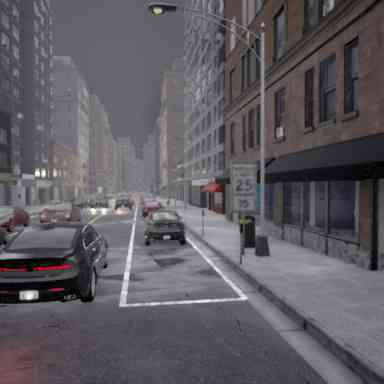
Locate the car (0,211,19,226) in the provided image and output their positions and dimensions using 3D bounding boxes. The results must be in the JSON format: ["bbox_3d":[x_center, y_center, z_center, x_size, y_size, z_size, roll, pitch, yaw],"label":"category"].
[{"bbox_3d":[-6.332,1.471,8.459,1.837,1.490,4.892,0,1,-9],"label":"car"}]

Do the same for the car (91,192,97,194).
[{"bbox_3d":[-15.030,1.173,46.918,1.967,1.590,4.097,-1,0,-9],"label":"car"}]

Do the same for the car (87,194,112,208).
[{"bbox_3d":[-11.506,1.318,41.730,1.994,1.385,4.181,0,0,-9],"label":"car"}]

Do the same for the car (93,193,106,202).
[{"bbox_3d":[-17.688,1.107,63.697,1.967,1.590,4.097,-1,0,-9],"label":"car"}]

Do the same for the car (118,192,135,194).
[{"bbox_3d":[-9.603,1.064,48.942,2.097,1.767,4.553,0,0,-9],"label":"car"}]

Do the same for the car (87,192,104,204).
[{"bbox_3d":[-16.803,1.002,58.102,2.192,1.841,5.009,-1,0,-9],"label":"car"}]

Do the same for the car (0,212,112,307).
[{"bbox_3d":[-3.116,1.468,7.980,1.837,1.490,4.892,0,0,-9],"label":"car"}]

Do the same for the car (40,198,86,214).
[{"bbox_3d":[-8.429,1.398,21.722,1.812,1.442,4.674,0,1,-9],"label":"car"}]

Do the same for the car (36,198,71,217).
[{"bbox_3d":[-12.342,1.349,29.975,1.752,1.417,4.829,-1,0,-9],"label":"car"}]

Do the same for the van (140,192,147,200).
[{"bbox_3d":[-11.927,0.933,81.802,1.690,1.788,3.998,-1,0,-9],"label":"van"}]

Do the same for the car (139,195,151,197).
[{"bbox_3d":[-4.835,1.310,37.064,1.887,1.381,4.507,-1,0,-9],"label":"car"}]

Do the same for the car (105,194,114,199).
[{"bbox_3d":[-21.231,1.147,86.069,1.887,1.381,4.507,-1,0,-9],"label":"car"}]

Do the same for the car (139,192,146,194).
[{"bbox_3d":[-7.495,1.125,53.840,1.967,1.590,4.097,-1,0,-9],"label":"car"}]

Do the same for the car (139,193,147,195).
[{"bbox_3d":[-6.608,1.275,48.249,1.947,1.339,4.313,-1,0,-9],"label":"car"}]

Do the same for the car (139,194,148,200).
[{"bbox_3d":[-11.037,1.173,76.210,1.947,1.339,4.313,-1,0,-9],"label":"car"}]

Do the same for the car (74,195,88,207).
[{"bbox_3d":[-14.142,1.326,41.327,1.947,1.339,4.313,-1,0,-9],"label":"car"}]

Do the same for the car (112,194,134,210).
[{"bbox_3d":[-7.924,1.267,38.696,1.837,1.490,4.892,0,0,-9],"label":"car"}]

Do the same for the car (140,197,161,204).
[{"bbox_3d":[-3.064,1.378,25.880,1.887,1.381,4.507,-1,0,-9],"label":"car"}]

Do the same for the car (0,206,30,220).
[{"bbox_3d":[-10.598,1.477,18.957,1.802,1.307,4.206,-1,0,-9],"label":"car"}]

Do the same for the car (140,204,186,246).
[{"bbox_3d":[-1.291,1.461,14.696,2.008,1.369,4.403,-1,0,-9],"label":"car"}]

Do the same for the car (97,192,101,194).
[{"bbox_3d":[-15.916,1.149,52.511,1.967,1.590,4.097,-1,0,-9],"label":"car"}]

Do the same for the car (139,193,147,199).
[{"bbox_3d":[-13.697,1.005,92.987,1.967,1.590,4.097,-1,0,-9],"label":"car"}]
